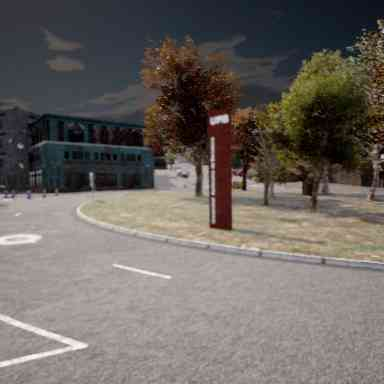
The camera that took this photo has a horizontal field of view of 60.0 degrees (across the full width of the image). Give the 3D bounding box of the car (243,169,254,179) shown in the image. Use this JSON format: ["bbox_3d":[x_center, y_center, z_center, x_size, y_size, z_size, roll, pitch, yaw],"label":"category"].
[{"bbox_3d":[17.984,-4.598,92.261,5.566,2.045,2.435,-2,7,-25],"label":"car"}]
